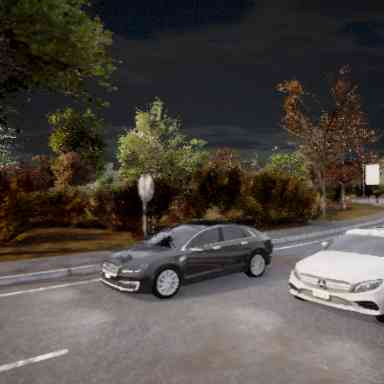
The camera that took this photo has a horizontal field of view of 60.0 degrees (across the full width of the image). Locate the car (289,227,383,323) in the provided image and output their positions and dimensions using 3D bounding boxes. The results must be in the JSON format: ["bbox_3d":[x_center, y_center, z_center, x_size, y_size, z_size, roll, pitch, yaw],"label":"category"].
[{"bbox_3d":[4.079,1.549,7.371,4.674,1.442,1.812,0,0,-39],"label":"car"}]

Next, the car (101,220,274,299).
[{"bbox_3d":[0.097,1.536,8.664,4.892,1.490,1.837,0,0,-38],"label":"car"}]
